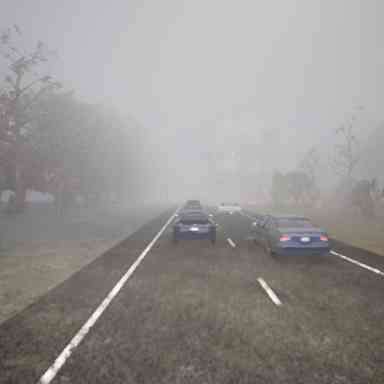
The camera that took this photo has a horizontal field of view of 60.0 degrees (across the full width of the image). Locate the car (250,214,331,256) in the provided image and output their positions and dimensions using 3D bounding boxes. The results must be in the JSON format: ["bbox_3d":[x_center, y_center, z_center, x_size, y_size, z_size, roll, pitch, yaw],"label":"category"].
[{"bbox_3d":[3.600,1.553,13.083,2.033,1.411,5.357,0,0,0],"label":"car"}]

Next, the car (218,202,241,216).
[{"bbox_3d":[3.600,1.614,32.773,1.895,1.301,4.718,0,0,0],"label":"car"}]

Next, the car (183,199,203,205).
[{"bbox_3d":[0.101,1.519,34.051,1.837,1.490,4.892,0,0,0],"label":"car"}]

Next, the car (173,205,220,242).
[{"bbox_3d":[0.099,1.571,16.347,1.994,1.385,4.181,0,0,0],"label":"car"}]
